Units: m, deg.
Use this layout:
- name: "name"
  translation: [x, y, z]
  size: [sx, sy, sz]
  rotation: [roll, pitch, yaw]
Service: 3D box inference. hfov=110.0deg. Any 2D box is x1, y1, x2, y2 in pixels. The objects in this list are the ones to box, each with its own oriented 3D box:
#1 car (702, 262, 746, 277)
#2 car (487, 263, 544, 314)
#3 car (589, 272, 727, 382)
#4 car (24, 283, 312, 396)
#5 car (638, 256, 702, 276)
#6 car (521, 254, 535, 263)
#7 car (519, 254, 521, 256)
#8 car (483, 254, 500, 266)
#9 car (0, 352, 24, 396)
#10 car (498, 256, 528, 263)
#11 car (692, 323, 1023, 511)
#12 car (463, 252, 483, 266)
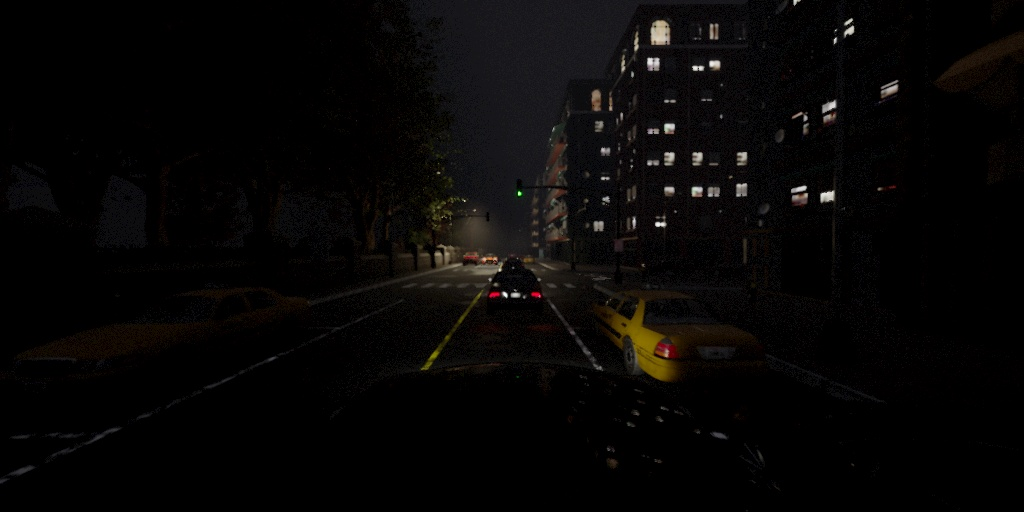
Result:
- name: "car"
  translation: [20.292, 1.243, 33.856]
  size: [4.507, 1.381, 1.888]
  rotation: [0, 0, 0]
- name: "car"
  translation: [0.099, 1.148, 12.875]
  size: [2.033, 1.411, 5.357]
  rotation: [0, 1, 0]
- name: "car"
  translation: [2.691, 1.206, 7.025]
  size: [1.751, 1.417, 4.829]
  rotation: [0, 0, 0]
- name: "car"
  translation: [-5.690, 1.206, 6.683]
  size: [1.751, 1.417, 4.829]
  rotation: [0, 0, 0]
- name: "car"
  translation: [14.597, 0.910, 33.837]
  size: [5.009, 1.841, 2.192]
  rotation: [0, 0, 0]
- name: "car"
  translation: [2.688, 0.563, 56.121]
  size: [1.751, 1.417, 4.829]
  rotation: [0, 0, 0]
- name: "car"
  translation: [2.687, 0.514, 61.485]
  size: [1.888, 1.381, 4.507]
  rotation: [0, 0, 0]
- name: "car"
  translation: [-3.079, 0.451, 51.187]
  size: [2.097, 1.767, 4.553]
  rotation: [0, 1, 0]
- name: "car"
  translation: [-5.689, 1.307, 1.223]
  size: [2.007, 1.370, 4.403]
  rotation: [0, 0, 0]
- name: "car"
  translation: [0.098, 0.919, 31.338]
  size: [1.994, 1.385, 4.181]
  rotation: [0, 1, 0]
- name: "car"
  translation: [2.692, 1.322, 1.224]
  size: [1.948, 1.339, 4.313]
  rotation: [0, 0, 0]
- name: "car"
  translation: [-5.692, 0.423, 50.415]
  size: [2.192, 1.841, 5.009]
  rotation: [0, 0, 0]
